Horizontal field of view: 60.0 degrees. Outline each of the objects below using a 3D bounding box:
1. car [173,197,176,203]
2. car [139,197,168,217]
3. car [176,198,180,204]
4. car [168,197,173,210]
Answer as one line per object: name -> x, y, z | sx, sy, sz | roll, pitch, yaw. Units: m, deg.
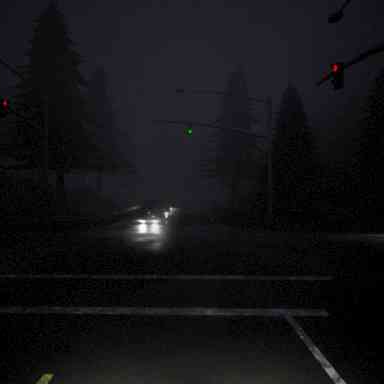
car -> -3.968, 1.491, 50.379 | 2.128, 1.511, 4.902 | 0, 0, -7
car -> -3.672, 1.491, 30.725 | 2.128, 1.511, 4.902 | 0, 0, 0
car -> -4.138, 1.564, 61.569 | 1.994, 1.385, 4.181 | 0, 0, -39
car -> -3.673, 1.478, 40.228 | 1.882, 1.535, 5.008 | 0, 0, 0
